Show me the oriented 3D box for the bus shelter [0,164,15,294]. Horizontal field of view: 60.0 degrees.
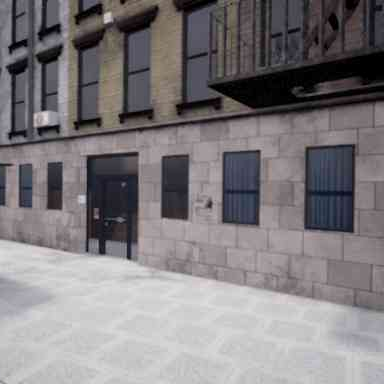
[{"bbox_3d":[-6.007,0.749,7.564,3.880,2.740,1.920,1,1,35],"label":"bus shelter"}]
